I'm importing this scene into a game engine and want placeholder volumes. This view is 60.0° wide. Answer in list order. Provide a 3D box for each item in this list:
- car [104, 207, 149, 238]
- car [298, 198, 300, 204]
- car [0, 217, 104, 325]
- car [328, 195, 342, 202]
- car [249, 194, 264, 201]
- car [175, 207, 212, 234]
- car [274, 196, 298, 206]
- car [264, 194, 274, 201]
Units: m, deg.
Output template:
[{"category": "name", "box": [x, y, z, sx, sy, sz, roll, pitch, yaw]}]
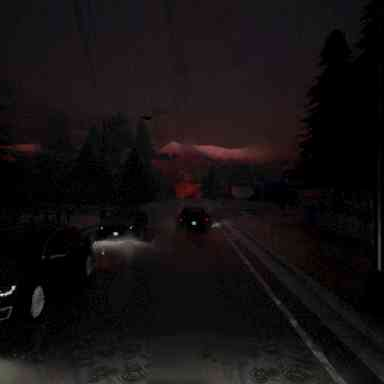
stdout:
[{"category": "car", "box": [-3.502, 1.536, 17.942, 2.033, 1.411, 5.357, 0, 0, 0]}, {"category": "car", "box": [17.025, 1.347, 56.935, 1.970, 1.475, 3.806, 0, 0, 0]}, {"category": "car", "box": [-3.577, 1.501, 7.267, 1.837, 1.490, 4.892, 0, 0, 0]}, {"category": "car", "box": [29.129, 1.275, 67.804, 1.845, 1.501, 3.633, 0, 0, 0]}, {"category": "car", "box": [14.224, 1.290, 75.577, 2.007, 1.523, 4.514, 0, 0, 0]}, {"category": "car", "box": [0.104, 1.552, 18.955, 1.994, 1.385, 4.181, 0, 0, 0]}, {"category": "car", "box": [13.970, 1.341, 49.544, 1.845, 1.501, 3.633, 0, 0, 0]}, {"category": "car", "box": [17.361, 1.281, 75.598, 2.152, 1.636, 5.027, 0, 0, 0]}]
